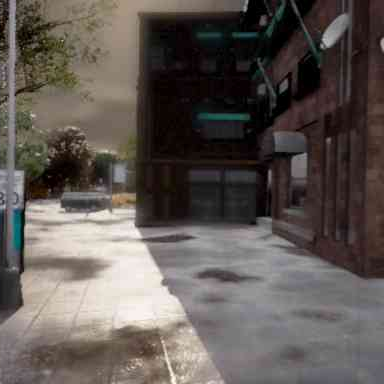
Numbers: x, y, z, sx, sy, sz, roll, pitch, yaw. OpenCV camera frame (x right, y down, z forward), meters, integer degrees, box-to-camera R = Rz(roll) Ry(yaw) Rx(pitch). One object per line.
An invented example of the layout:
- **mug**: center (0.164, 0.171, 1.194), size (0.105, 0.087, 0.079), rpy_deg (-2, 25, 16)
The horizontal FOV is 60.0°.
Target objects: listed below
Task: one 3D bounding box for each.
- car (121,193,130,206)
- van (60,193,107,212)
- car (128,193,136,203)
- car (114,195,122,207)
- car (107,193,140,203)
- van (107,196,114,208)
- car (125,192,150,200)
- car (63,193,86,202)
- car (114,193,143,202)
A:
- **car**: center (-11.595, 1.257, 44.836), size (5.366, 1.575, 1.946), rpy_deg (2, 1, -19)
- **van**: center (-11.779, 1.096, 35.820), size (4.442, 1.987, 1.878), rpy_deg (2, 0, -19)
- **car**: center (-11.770, 1.083, 53.726), size (5.366, 1.575, 1.946), rpy_deg (2, 1, -19)
- **car**: center (-11.807, 1.282, 41.771), size (5.008, 1.535, 2.097), rpy_deg (2, 1, -19)
- **car**: center (-11.708, 1.026, 56.726), size (5.366, 1.575, 1.946), rpy_deg (2, 1, -19)
- **van**: center (-11.738, 1.078, 38.821), size (4.442, 1.987, 1.878), rpy_deg (2, 0, -19)
- **car**: center (-11.258, 0.844, 68.783), size (4.674, 1.452, 2.002), rpy_deg (2, 1, -19)
- **car**: center (-20.674, 0.872, 58.883), size (2.033, 1.411, 5.357), rpy_deg (1, 1, 2)
- **car**: center (-11.459, 0.977, 59.785), size (4.892, 1.521, 2.231), rpy_deg (2, 1, -19)
